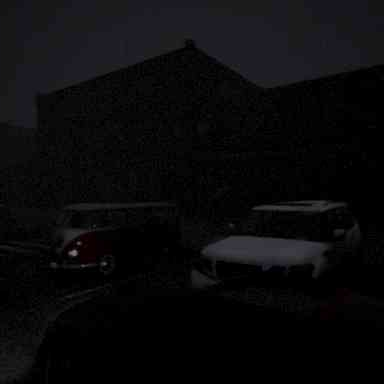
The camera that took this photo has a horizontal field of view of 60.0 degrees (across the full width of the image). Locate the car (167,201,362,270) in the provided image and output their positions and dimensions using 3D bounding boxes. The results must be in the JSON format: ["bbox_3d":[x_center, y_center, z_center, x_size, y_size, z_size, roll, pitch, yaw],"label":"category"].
[{"bbox_3d":[2.233,1.245,7.325,2.435,2.045,5.566,-1,0,35],"label":"car"}]

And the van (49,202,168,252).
[{"bbox_3d":[-2.307,1.321,10.452,1.878,1.987,4.442,-1,0,35],"label":"van"}]

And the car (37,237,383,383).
[{"bbox_3d":[0.535,1.503,2.995,4.674,1.442,1.812,1,1,35],"label":"car"}]
